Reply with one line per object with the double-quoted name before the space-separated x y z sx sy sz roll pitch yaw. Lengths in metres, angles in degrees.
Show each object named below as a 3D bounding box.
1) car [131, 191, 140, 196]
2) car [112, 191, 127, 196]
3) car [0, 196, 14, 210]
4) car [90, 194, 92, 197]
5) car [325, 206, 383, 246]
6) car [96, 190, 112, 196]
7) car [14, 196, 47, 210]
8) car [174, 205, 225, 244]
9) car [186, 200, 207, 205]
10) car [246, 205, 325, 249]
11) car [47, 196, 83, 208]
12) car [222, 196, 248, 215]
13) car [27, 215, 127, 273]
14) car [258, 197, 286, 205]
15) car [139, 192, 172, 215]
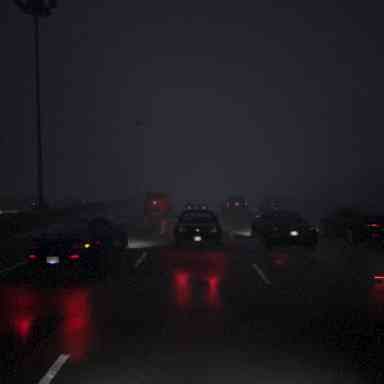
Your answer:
"car" -13.134 0.403 78.151 2.097 1.767 4.553 0 0 1
"car" -16.633 0.398 78.190 2.097 1.767 4.553 0 0 1
"car" -20.693 1.156 36.542 1.882 1.535 5.008 0 0 1
"car" -23.639 0.669 77.795 1.895 1.301 4.718 0 0 1
"car" 7.247 1.396 14.683 1.837 1.490 4.892 0 1 1
"car" -20.138 0.304 77.753 2.150 2.045 5.566 0 0 1
"car" -17.189 1.185 36.896 1.837 1.490 4.892 0 0 1
"car" 0.253 1.480 15.038 1.895 1.301 4.718 0 0 1
"car" 0.421 1.359 30.056 1.895 1.301 4.718 0 0 1
"car" 3.738 1.456 14.087 1.994 1.385 4.181 0 1 1
"car" -13.689 1.176 36.913 2.128 1.511 4.902 0 0 1
"car" 3.930 1.108 30.950 2.097 1.767 4.553 0 0 1
"car" -3.315 1.438 10.299 1.812 1.442 4.674 0 1 1
"car" 7.435 1.250 31.196 2.128 1.511 4.902 0 0 1
"car" -3.073 0.973 30.383 2.150 2.045 5.566 0 0 1
